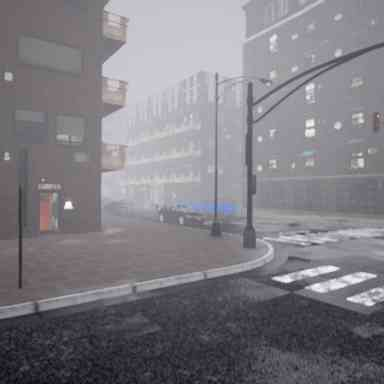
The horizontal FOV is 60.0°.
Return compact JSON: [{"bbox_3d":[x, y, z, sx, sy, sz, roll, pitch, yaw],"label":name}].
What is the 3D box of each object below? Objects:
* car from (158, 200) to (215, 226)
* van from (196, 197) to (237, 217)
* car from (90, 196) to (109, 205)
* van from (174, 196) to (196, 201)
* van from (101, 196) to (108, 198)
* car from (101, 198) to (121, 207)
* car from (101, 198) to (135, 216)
[{"bbox_3d":[-0.765,1.498,22.813,2.008,1.369,4.403,1,0,-35],"label":"car"},{"bbox_3d":[2.525,1.371,31.901,1.690,1.788,3.998,1,0,-35],"label":"van"},{"bbox_3d":[-16.597,1.526,59.487,1.967,1.590,4.097,1,0,-35],"label":"car"},{"bbox_3d":[-0.662,1.381,36.499,1.690,1.788,3.998,1,0,-35],"label":"van"},{"bbox_3d":[-10.325,1.318,36.607,1.690,1.788,3.998,1,0,-35],"label":"van"},{"bbox_3d":[-13.411,1.659,54.888,1.802,1.307,4.206,1,0,-35],"label":"car"},{"bbox_3d":[-7.139,1.549,32.008,1.802,1.307,4.206,1,0,-35],"label":"car"}]
